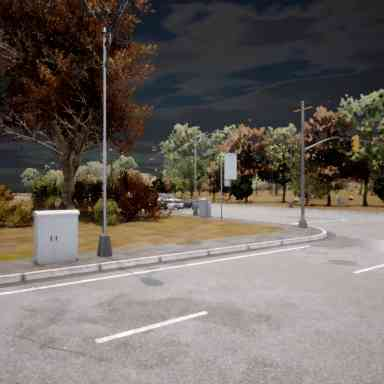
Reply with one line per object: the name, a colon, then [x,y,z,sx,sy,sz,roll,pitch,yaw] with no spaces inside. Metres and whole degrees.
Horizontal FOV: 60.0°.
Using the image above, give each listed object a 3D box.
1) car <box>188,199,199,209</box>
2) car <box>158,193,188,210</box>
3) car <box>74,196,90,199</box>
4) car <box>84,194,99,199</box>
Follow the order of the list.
car: [0.377,1.543,42.887,1.994,1.385,4.181,0,0,-33]
car: [-3.240,1.196,42.048,2.150,2.045,5.566,0,0,-33]
car: [-28.792,1.202,85.190,4.181,1.385,1.994,1,0,41]
car: [-26.540,1.206,87.879,4.181,1.385,1.994,1,0,41]
